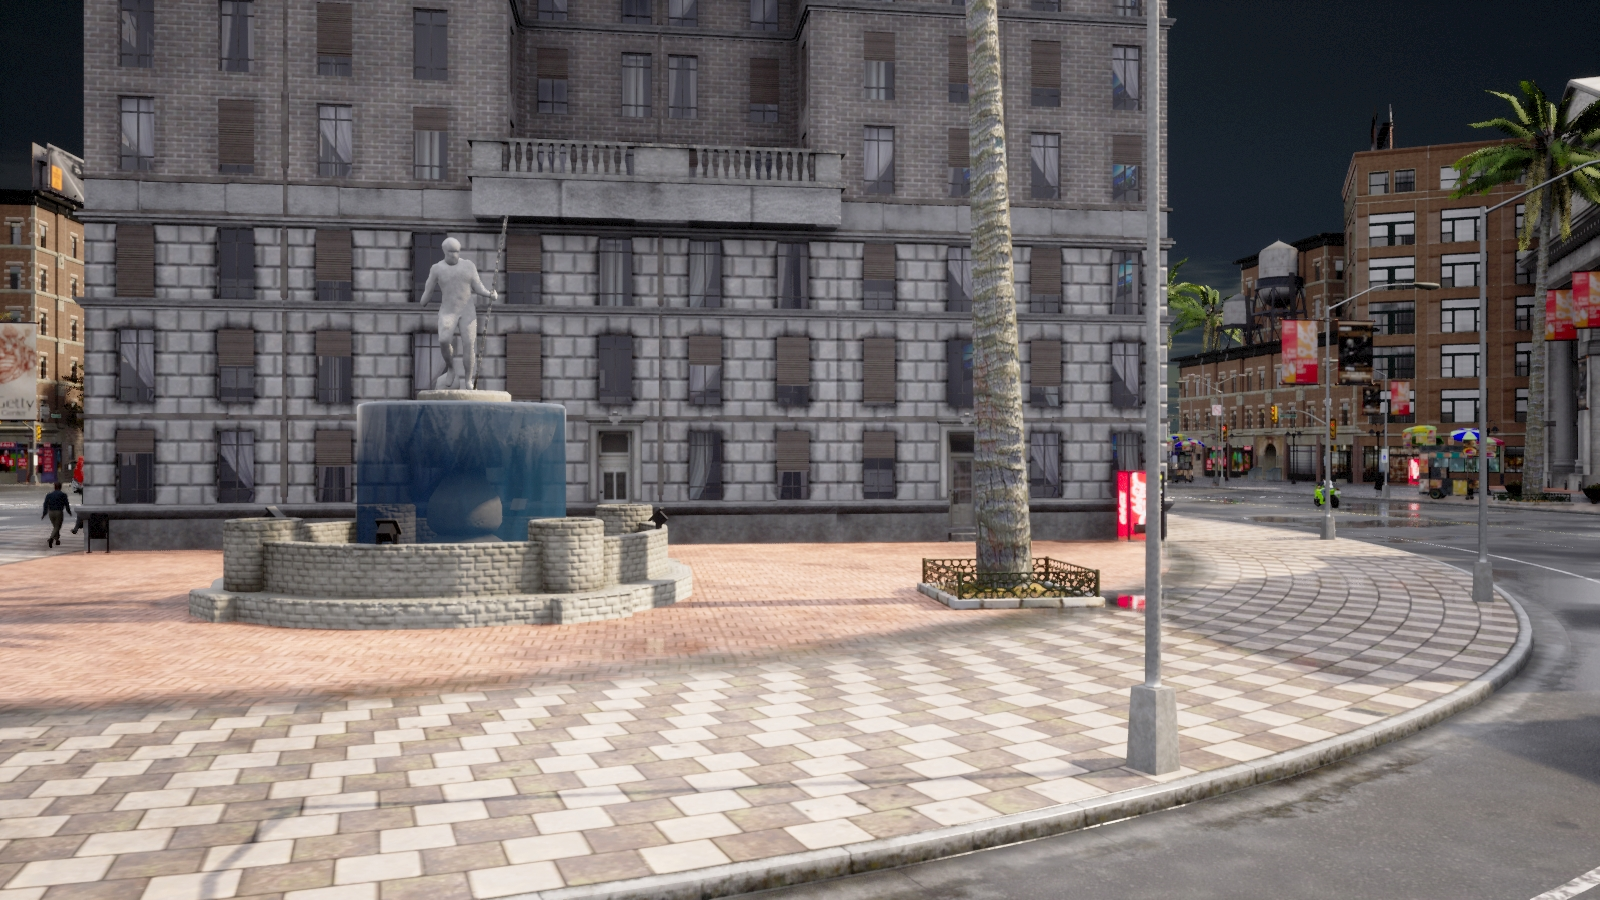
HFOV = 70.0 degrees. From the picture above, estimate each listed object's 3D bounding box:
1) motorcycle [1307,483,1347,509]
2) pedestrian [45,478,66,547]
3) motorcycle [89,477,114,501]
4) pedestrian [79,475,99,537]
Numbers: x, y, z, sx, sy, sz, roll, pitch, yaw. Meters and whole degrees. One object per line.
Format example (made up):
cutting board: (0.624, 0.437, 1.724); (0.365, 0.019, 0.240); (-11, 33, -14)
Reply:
motorcycle: (25.547, 2.213, 55.422); (0.803, 1.145, 2.033); (0, 0, -7)
pedestrian: (-20.226, 1.696, 31.030); (0.375, 1.860, 0.375); (0, 0, -13)
motorcycle: (-39.874, 2.205, 65.228); (0.867, 1.251, 2.209); (0, 0, -23)
pedestrian: (-21.685, 1.697, 34.844); (0.375, 1.860, 0.375); (0, 0, 4)
